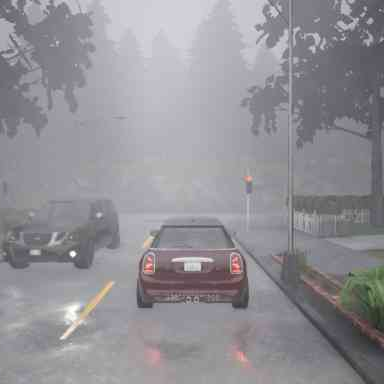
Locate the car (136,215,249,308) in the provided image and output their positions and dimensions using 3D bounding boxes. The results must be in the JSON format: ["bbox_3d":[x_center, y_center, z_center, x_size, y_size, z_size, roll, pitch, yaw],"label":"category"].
[{"bbox_3d":[0.022,1.352,8.057,2.097,1.767,4.553,0,0,0],"label":"car"}]

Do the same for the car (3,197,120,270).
[{"bbox_3d":[-4.030,1.221,11.438,2.150,2.045,5.566,0,0,1],"label":"car"}]
